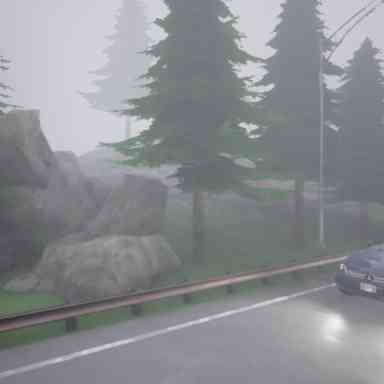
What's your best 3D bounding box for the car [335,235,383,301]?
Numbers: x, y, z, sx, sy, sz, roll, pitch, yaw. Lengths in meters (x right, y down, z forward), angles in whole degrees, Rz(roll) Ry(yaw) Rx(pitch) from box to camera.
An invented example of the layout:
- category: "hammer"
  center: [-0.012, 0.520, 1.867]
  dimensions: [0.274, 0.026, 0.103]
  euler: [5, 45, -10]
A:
- category: "car"
  center: [5.262, 1.585, 7.694]
  dimensions: [4.674, 1.442, 1.812]
  euler: [0, 0, -35]
